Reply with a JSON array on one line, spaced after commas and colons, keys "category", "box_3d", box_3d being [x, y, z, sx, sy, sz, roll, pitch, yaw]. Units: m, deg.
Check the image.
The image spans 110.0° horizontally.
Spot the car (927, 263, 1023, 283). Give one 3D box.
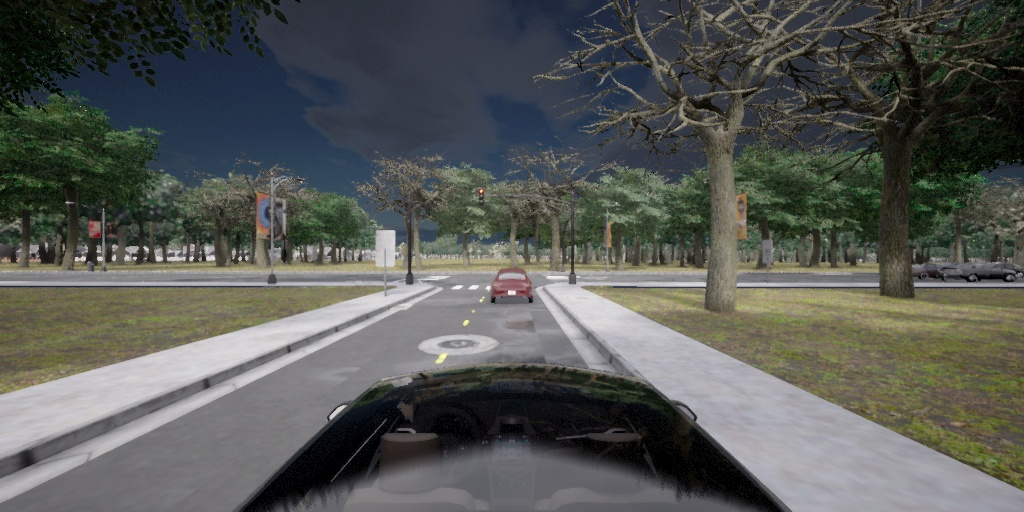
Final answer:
[{"category": "car", "box_3d": [36.571, 1.316, 28.254, 4.902, 1.511, 2.128, 0, 0, 0]}]

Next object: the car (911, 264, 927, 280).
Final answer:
[{"category": "car", "box_3d": [36.568, 1.382, 31.504, 5.357, 1.411, 2.033, 0, 0, 0]}]

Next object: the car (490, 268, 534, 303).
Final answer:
[{"category": "car", "box_3d": [0.000, 1.287, 16.500, 1.812, 1.442, 4.674, 0, 0, 0]}]
